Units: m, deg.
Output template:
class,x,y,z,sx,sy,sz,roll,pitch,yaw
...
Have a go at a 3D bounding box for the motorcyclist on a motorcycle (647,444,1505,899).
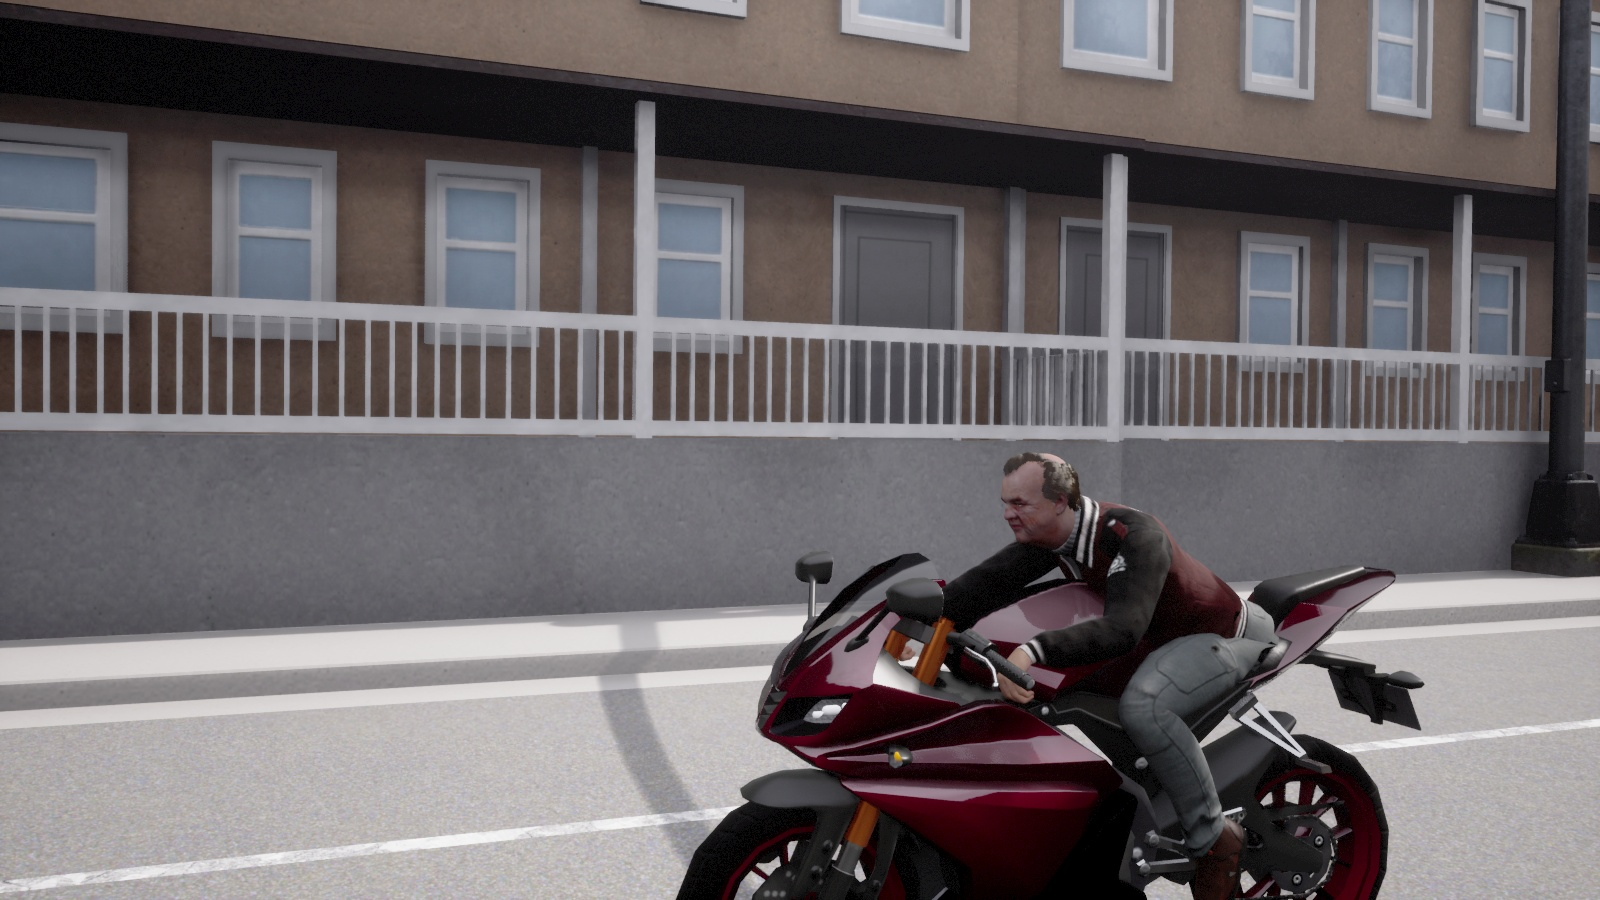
class,x,y,z,sx,sy,sz,roll,pitch,yaw
motorcyclist on a motorcycle,0.755,0.768,3.489,2.191,1.530,0.866,-1,1,-19
